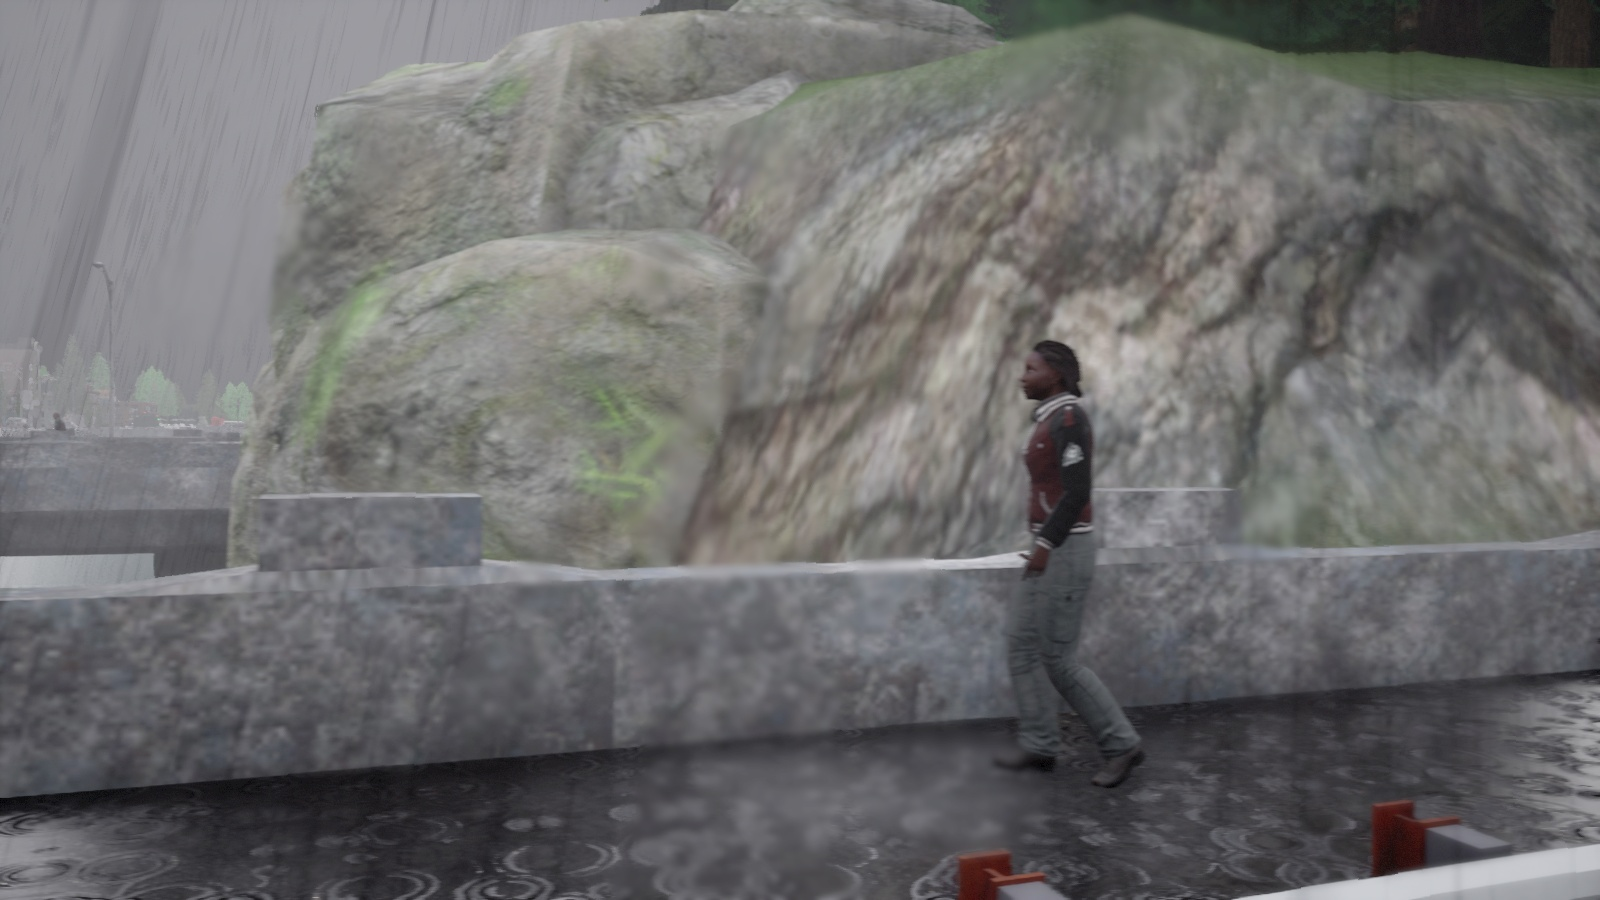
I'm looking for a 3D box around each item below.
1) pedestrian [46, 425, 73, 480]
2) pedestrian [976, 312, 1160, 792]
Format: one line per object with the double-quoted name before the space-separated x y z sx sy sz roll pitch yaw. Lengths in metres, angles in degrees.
"pedestrian" -25.499 0.080 43.262 0.720 1.854 0.376 -1 1 -21
"pedestrian" 1.110 0.410 5.258 0.666 1.930 0.402 -1 1 -1
